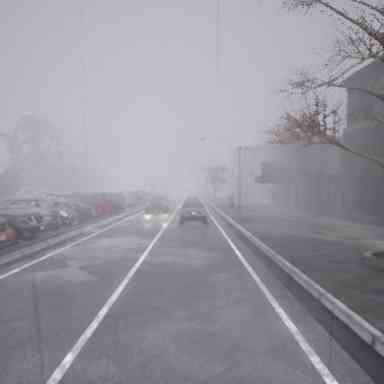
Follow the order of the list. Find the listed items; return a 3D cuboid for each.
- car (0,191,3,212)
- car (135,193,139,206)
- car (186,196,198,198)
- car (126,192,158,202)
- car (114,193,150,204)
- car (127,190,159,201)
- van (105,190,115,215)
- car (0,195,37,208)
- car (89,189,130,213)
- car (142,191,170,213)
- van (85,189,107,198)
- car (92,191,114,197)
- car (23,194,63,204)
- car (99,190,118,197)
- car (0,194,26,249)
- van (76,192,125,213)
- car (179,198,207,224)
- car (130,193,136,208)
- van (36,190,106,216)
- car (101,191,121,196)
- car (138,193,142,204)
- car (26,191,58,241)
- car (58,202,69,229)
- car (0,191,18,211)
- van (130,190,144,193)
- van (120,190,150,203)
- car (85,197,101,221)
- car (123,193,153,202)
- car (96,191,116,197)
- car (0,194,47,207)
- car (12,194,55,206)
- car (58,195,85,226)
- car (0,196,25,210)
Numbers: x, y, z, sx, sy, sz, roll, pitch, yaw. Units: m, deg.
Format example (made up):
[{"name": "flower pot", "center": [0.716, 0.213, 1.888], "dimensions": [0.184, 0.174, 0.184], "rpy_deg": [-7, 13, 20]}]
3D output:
[{"name": "car", "center": [-22.050, 0.974, 32.618], "dimensions": [5.566, 2.045, 2.435], "rpy_deg": [0, 0, 0]}, {"name": "car", "center": [-8.947, 1.204, 38.837], "dimensions": [4.674, 1.452, 2.002], "rpy_deg": [0, 1, 0]}, {"name": "car", "center": [0.105, 1.171, 42.397], "dimensions": [1.994, 1.385, 4.181], "rpy_deg": [0, 1, 0]}, {"name": "car", "center": [-8.789, 0.881, 58.465], "dimensions": [5.366, 1.575, 1.946], "rpy_deg": [0, 1, 0]}, {"name": "car", "center": [-8.959, 1.014, 50.056], "dimensions": [5.008, 1.535, 2.097], "rpy_deg": [0, 1, 0]}, {"name": "car", "center": [-8.950, 0.589, 61.264], "dimensions": [5.566, 2.045, 2.435], "rpy_deg": [0, 1, 0]}, {"name": "van", "center": [-9.053, 1.037, 27.620], "dimensions": [4.442, 1.987, 1.878], "rpy_deg": [0, 0, 0]}, {"name": "car", "center": [-22.003, 1.171, 40.955], "dimensions": [4.792, 1.488, 2.163], "rpy_deg": [0, 1, 0]}, {"name": "car", "center": [-8.911, 0.990, 30.424], "dimensions": [5.566, 2.045, 2.435], "rpy_deg": [0, 0, 0]}, {"name": "car", "center": [-3.246, 1.074, 32.062], "dimensions": [2.097, 1.767, 4.553], "rpy_deg": [0, 1, 0]}, {"name": "van", "center": [-22.194, 0.371, 77.029], "dimensions": [4.442, 1.987, 1.878], "rpy_deg": [0, 1, 0]}, {"name": "car", "center": [-22.079, 0.512, 82.584], "dimensions": [5.008, 1.535, 2.097], "rpy_deg": [0, 1, 0]}, {"name": "car", "center": [-22.037, 1.027, 49.281], "dimensions": [4.892, 1.521, 2.231], "rpy_deg": [0, 1, 0]}, {"name": "car", "center": [-22.122, 0.302, 88.132], "dimensions": [4.553, 1.767, 2.185], "rpy_deg": [0, 1, 0]}, {"name": "car", "center": [-8.887, 1.139, 10.800], "dimensions": [5.566, 2.045, 2.435], "rpy_deg": [0, 0, 0]}, {"name": "van", "center": [-9.060, 0.994, 33.224], "dimensions": [4.442, 1.987, 1.878], "rpy_deg": [0, 1, 0]}, {"name": "car", "center": [0.104, 1.358, 23.137], "dimensions": [2.033, 1.411, 5.357], "rpy_deg": [0, 0, 0]}, {"name": "car", "center": [-8.953, 1.193, 36.034], "dimensions": [4.892, 1.521, 2.231], "rpy_deg": [0, 1, 0]}, {"name": "van", "center": [-9.049, 1.059, 24.816], "dimensions": [4.442, 1.987, 1.878], "rpy_deg": [0, 0, 0]}, {"name": "car", "center": [-22.100, 0.386, 90.910], "dimensions": [5.008, 1.535, 2.097], "rpy_deg": [0, 1, 0]}, {"name": "car", "center": [-8.983, 1.162, 41.645], "dimensions": [4.792, 1.488, 2.163], "rpy_deg": [0, 1, 0]}, {"name": "car", "center": [-8.890, 1.118, 13.603], "dimensions": [5.566, 2.045, 2.435], "rpy_deg": [0, 0, 0]}, {"name": "car", "center": [-8.919, 1.388, 16.409], "dimensions": [4.674, 1.452, 2.002], "rpy_deg": [0, 0, 0]}, {"name": "car", "center": [-21.997, 0.948, 35.395], "dimensions": [5.566, 2.045, 2.435], "rpy_deg": [0, 1, 0]}, {"name": "van", "center": [-9.074, 0.868, 44.444], "dimensions": [4.442, 1.987, 1.878], "rpy_deg": [0, 1, 0]}, {"name": "van", "center": [-9.084, 0.745, 52.855], "dimensions": [4.442, 1.987, 1.878], "rpy_deg": [0, 1, 0]}, {"name": "car", "center": [-8.923, 1.307, 22.015], "dimensions": [4.892, 1.521, 2.231], "rpy_deg": [0, 0, 0]}, {"name": "car", "center": [-8.974, 0.967, 55.662], "dimensions": [4.674, 1.452, 2.002], "rpy_deg": [0, 1, 0]}, {"name": "car", "center": [-22.085, 0.510, 85.360], "dimensions": [4.674, 1.452, 2.002], "rpy_deg": [0, 1, 0]}, {"name": "car", "center": [-22.220, 1.101, 43.726], "dimensions": [5.366, 1.575, 1.946], "rpy_deg": [0, 1, 0]}, {"name": "car", "center": [-22.034, 1.066, 46.504], "dimensions": [5.008, 1.535, 2.097], "rpy_deg": [0, 1, 0]}, {"name": "car", "center": [-8.957, 1.201, 19.211], "dimensions": [4.553, 1.767, 2.185], "rpy_deg": [0, 0, 0]}, {"name": "car", "center": [-22.058, 1.201, 38.172], "dimensions": [4.792, 1.488, 2.163], "rpy_deg": [0, 1, 0]}]
